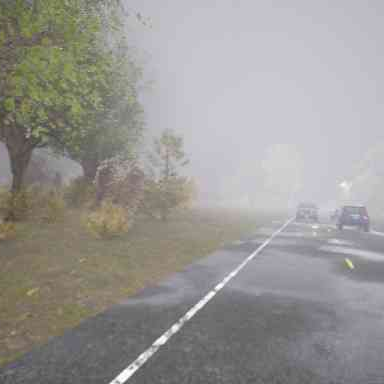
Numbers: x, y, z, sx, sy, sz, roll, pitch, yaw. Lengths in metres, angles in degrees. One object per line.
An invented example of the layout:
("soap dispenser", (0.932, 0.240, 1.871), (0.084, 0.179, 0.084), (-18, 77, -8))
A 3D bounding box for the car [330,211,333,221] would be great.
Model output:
("car", (17.419, 2.751, 39.348), (1.812, 1.442, 4.674), (2, 0, 20))

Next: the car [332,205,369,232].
("car", (13.436, 2.128, 28.042), (2.150, 2.045, 5.566), (3, -1, 20))

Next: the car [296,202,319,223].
("car", (12.658, 2.187, 36.522), (2.150, 2.045, 5.566), (3, -1, 20))
